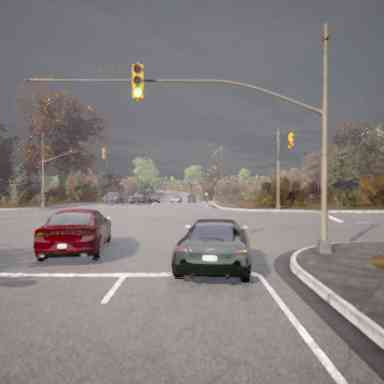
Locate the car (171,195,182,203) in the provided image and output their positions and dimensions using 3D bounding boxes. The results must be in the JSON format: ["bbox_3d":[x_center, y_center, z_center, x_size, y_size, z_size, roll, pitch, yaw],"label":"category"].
[{"bbox_3d":[-3.503,1.751,71.447,1.895,1.301,4.718,0,-2,0],"label":"car"}]

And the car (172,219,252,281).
[{"bbox_3d":[0.695,1.460,9.673,1.994,1.385,4.181,0,1,8],"label":"car"}]

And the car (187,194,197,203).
[{"bbox_3d":[-0.003,1.666,71.003,2.128,1.511,4.902,0,-2,0],"label":"car"}]

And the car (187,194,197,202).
[{"bbox_3d":[-0.003,1.532,81.481,2.150,2.045,5.566,0,-2,0],"label":"car"}]

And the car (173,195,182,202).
[{"bbox_3d":[-3.503,1.660,81.417,2.097,1.767,4.553,0,-2,0],"label":"car"}]

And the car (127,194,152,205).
[{"bbox_3d":[-7.089,0.981,45.001,2.033,1.411,5.357,0,-1,0],"label":"car"}]

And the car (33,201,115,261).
[{"bbox_3d":[-4.037,1.330,11.882,1.882,1.535,5.008,0,1,-8],"label":"car"}]

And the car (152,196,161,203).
[{"bbox_3d":[-7.009,1.456,63.142,2.033,1.411,5.357,0,-2,0],"label":"car"}]

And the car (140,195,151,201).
[{"bbox_3d":[-10.503,1.408,75.602,1.837,1.490,4.892,0,-2,0],"label":"car"}]

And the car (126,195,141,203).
[{"bbox_3d":[-10.541,1.349,60.363,1.812,1.442,4.674,0,-2,1],"label":"car"}]

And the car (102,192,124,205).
[{"bbox_3d":[-10.586,0.784,44.754,2.097,1.767,4.553,0,-1,0],"label":"car"}]
